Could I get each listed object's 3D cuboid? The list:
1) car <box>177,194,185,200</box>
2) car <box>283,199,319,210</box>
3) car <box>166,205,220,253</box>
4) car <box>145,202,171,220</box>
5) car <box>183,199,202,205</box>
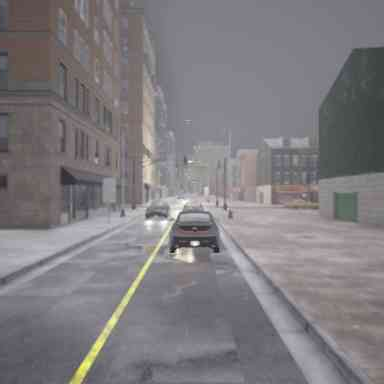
[{"bbox_3d":[-2.741,1.357,84.799,1.837,1.490,4.892,0,0,0],"label":"car"},{"bbox_3d":[13.894,1.556,41.590,4.829,1.417,1.752,0,-1,0],"label":"car"},{"bbox_3d":[0.104,1.500,13.740,1.837,1.490,4.892,0,0,0],"label":"car"},{"bbox_3d":[-2.798,1.528,28.626,2.033,1.411,5.357,0,0,0],"label":"car"},{"bbox_3d":[0.105,1.580,29.685,1.895,1.301,4.718,0,0,0],"label":"car"}]
